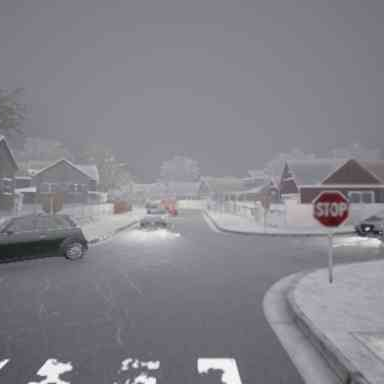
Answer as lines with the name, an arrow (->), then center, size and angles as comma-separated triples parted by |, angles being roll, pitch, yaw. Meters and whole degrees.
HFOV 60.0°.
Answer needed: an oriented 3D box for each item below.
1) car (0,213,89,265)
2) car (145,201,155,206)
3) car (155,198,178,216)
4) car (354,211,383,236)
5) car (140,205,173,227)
car -> -6.035, 1.586, 11.501 | 4.553, 1.767, 2.097 | 0, -2, -42
car -> -7.156, 2.380, 61.398 | 1.882, 1.535, 5.008 | 1, -1, -24
car -> -2.804, 1.761, 39.983 | 2.150, 2.045, 5.566 | 0, 0, 0
car -> 10.748, 1.679, 17.797 | 4.181, 1.385, 1.994 | 0, -1, -25
car -> -2.789, 1.948, 25.791 | 1.895, 1.301, 4.718 | 0, -1, 0
